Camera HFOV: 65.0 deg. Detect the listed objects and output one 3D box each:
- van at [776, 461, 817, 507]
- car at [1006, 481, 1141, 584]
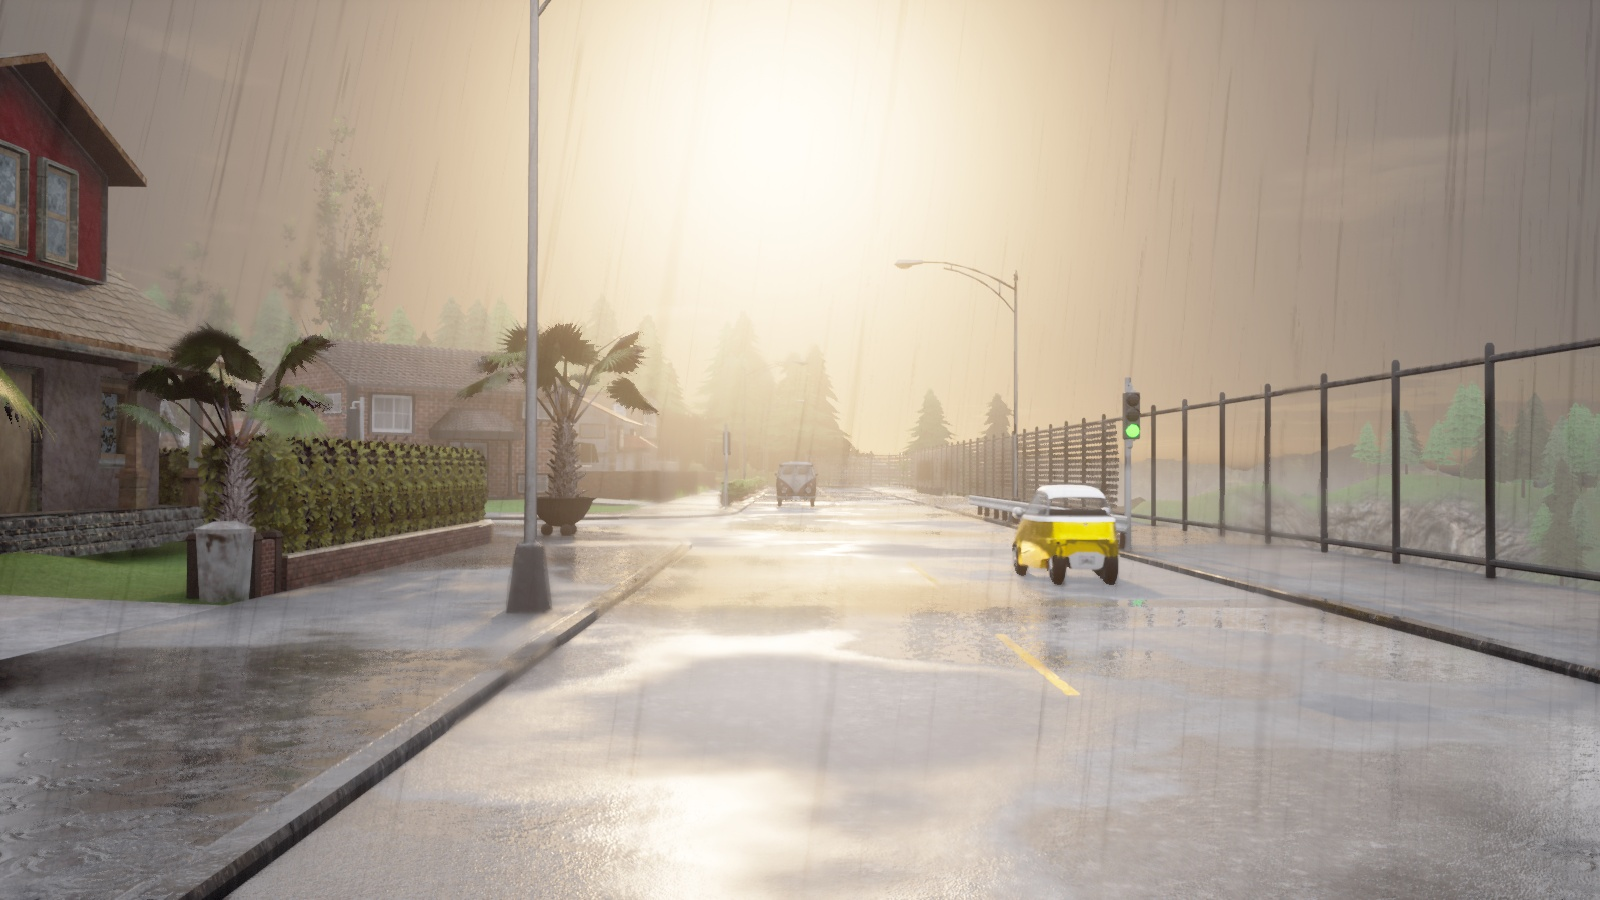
[{"bbox_3d":[-0.157,1.509,56.159,1.775,1.987,4.442,0,-1,0],"label":"van"},{"bbox_3d":[3.954,1.161,18.428,1.481,1.376,2.207,0,0,0],"label":"car"}]
